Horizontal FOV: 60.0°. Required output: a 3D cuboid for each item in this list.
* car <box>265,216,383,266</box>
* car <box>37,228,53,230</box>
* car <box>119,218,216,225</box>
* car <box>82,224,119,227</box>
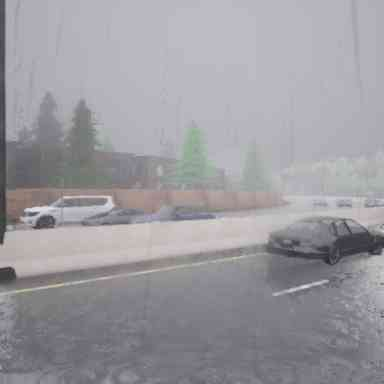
[{"bbox_3d":[4.880,1.577,11.770,5.357,1.411,2.033,0,0,-38],"label":"car"},{"bbox_3d":[-7.314,1.236,20.335,5.566,2.045,2.150,0,0,-36],"label":"car"},{"bbox_3d":[-0.919,1.376,16.470,4.553,1.767,2.097,0,0,-38],"label":"car"},{"bbox_3d":[-3.962,1.584,18.538,4.181,1.385,1.994,0,0,-37],"label":"car"}]
